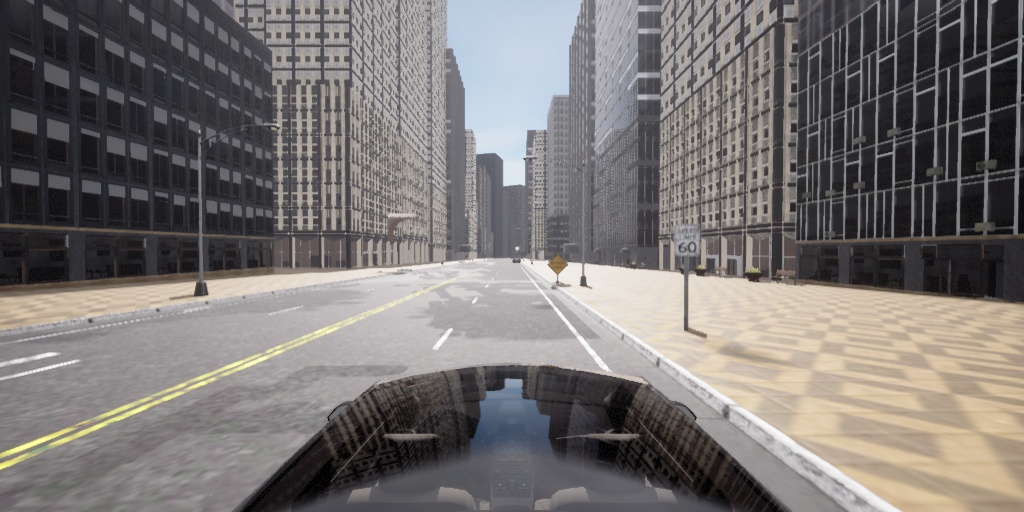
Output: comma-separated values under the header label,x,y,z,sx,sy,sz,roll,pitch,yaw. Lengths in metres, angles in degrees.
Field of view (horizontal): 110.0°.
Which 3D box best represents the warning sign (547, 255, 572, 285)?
label,x,y,z,sx,sy,sz,roll,pitch,yaw
warning sign,2.850,0.834,22.470,1.300,1.860,1.060,0,0,0
